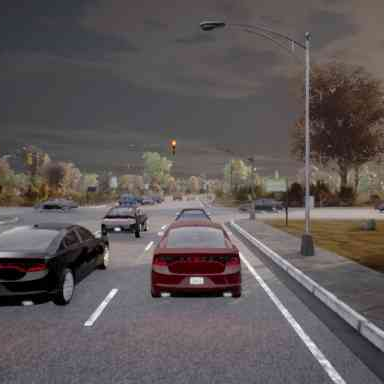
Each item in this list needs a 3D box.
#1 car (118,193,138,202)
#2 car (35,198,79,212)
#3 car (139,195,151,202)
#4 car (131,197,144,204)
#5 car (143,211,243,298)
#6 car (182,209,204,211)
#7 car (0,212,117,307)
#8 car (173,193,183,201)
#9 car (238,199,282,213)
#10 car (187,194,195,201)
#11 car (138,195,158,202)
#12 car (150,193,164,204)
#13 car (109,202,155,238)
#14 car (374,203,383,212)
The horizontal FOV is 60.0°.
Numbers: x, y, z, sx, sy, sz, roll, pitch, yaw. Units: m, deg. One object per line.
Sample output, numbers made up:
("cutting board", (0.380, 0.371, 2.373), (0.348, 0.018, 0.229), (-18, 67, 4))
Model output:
("car", (-10.681, 1.219, 55.821), (2.150, 2.045, 5.566), (0, 0, 2))
("car", (-15.653, 1.490, 38.529), (4.902, 1.511, 2.128), (0, 0, 3))
("car", (-10.679, 1.497, 75.869), (1.837, 1.490, 4.892), (0, 0, 0))
("car", (-10.681, 1.598, 65.588), (1.895, 1.301, 4.718), (0, 0, 0))
("car", (0.082, 1.477, 8.580), (1.882, 1.535, 5.008), (0, 0, 0))
("car", (0.062, 1.563, 17.569), (1.994, 1.385, 4.181), (0, 0, 0))
("car", (-3.416, 1.477, 8.106), (1.882, 1.535, 5.008), (0, 0, 0))
("car", (-3.697, 1.214, 85.409), (2.150, 2.045, 5.566), (0, 0, 0))
("car", (7.542, 1.503, 36.996), (4.892, 1.490, 1.837), (0, 0, 0))
("car", (-0.198, 1.345, 85.773), (2.097, 1.767, 4.553), (0, 0, 0))
("car", (-7.219, 1.562, 55.402), (1.994, 1.385, 4.181), (0, 0, -1))
("car", (-7.192, 1.219, 64.515), (2.150, 2.045, 5.566), (0, 0, 1))
("car", (-3.432, 1.491, 17.592), (2.128, 1.511, 4.902), (0, 0, -1))
("car", (22.657, 1.494, 36.480), (4.892, 1.490, 1.837), (0, 0, 3))
